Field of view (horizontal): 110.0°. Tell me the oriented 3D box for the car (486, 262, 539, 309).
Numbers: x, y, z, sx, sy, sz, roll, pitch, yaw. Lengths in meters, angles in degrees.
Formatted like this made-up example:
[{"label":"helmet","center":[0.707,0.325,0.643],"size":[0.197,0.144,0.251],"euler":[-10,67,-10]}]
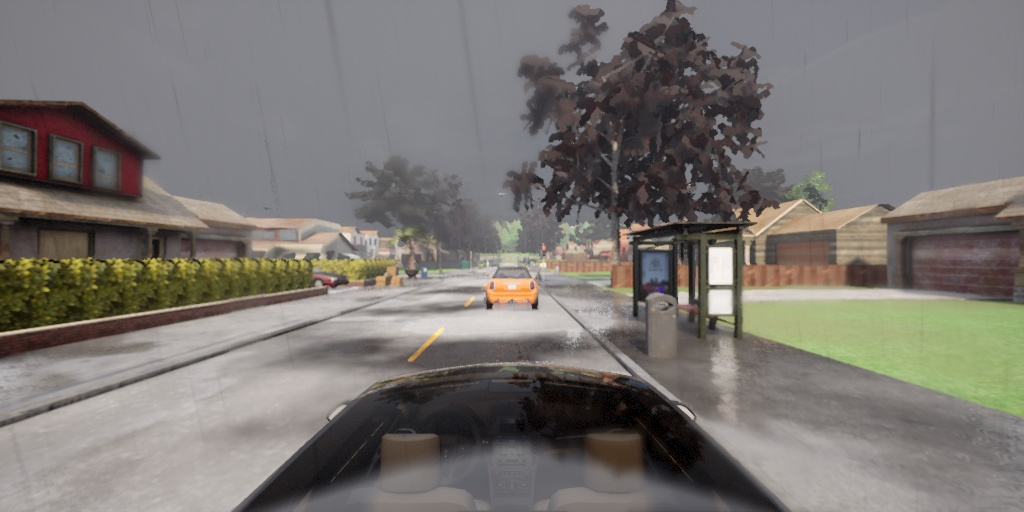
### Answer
[{"label":"car","center":[0.009,1.232,15.934],"size":[2.097,1.767,4.553],"euler":[0,-1,0]}]
